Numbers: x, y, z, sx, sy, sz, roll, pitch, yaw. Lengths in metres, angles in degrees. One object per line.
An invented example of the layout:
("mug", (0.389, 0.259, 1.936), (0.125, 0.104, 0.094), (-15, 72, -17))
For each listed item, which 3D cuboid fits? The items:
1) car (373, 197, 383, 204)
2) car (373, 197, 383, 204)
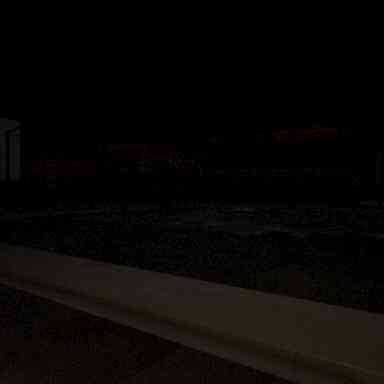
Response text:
("car", (37.542, 1.576, 65.370), (1.853, 1.218, 4.536), (1, 1, 6))
("car", (37.535, 1.734, 65.320), (2.038, 1.542, 4.974), (1, 1, 6))
